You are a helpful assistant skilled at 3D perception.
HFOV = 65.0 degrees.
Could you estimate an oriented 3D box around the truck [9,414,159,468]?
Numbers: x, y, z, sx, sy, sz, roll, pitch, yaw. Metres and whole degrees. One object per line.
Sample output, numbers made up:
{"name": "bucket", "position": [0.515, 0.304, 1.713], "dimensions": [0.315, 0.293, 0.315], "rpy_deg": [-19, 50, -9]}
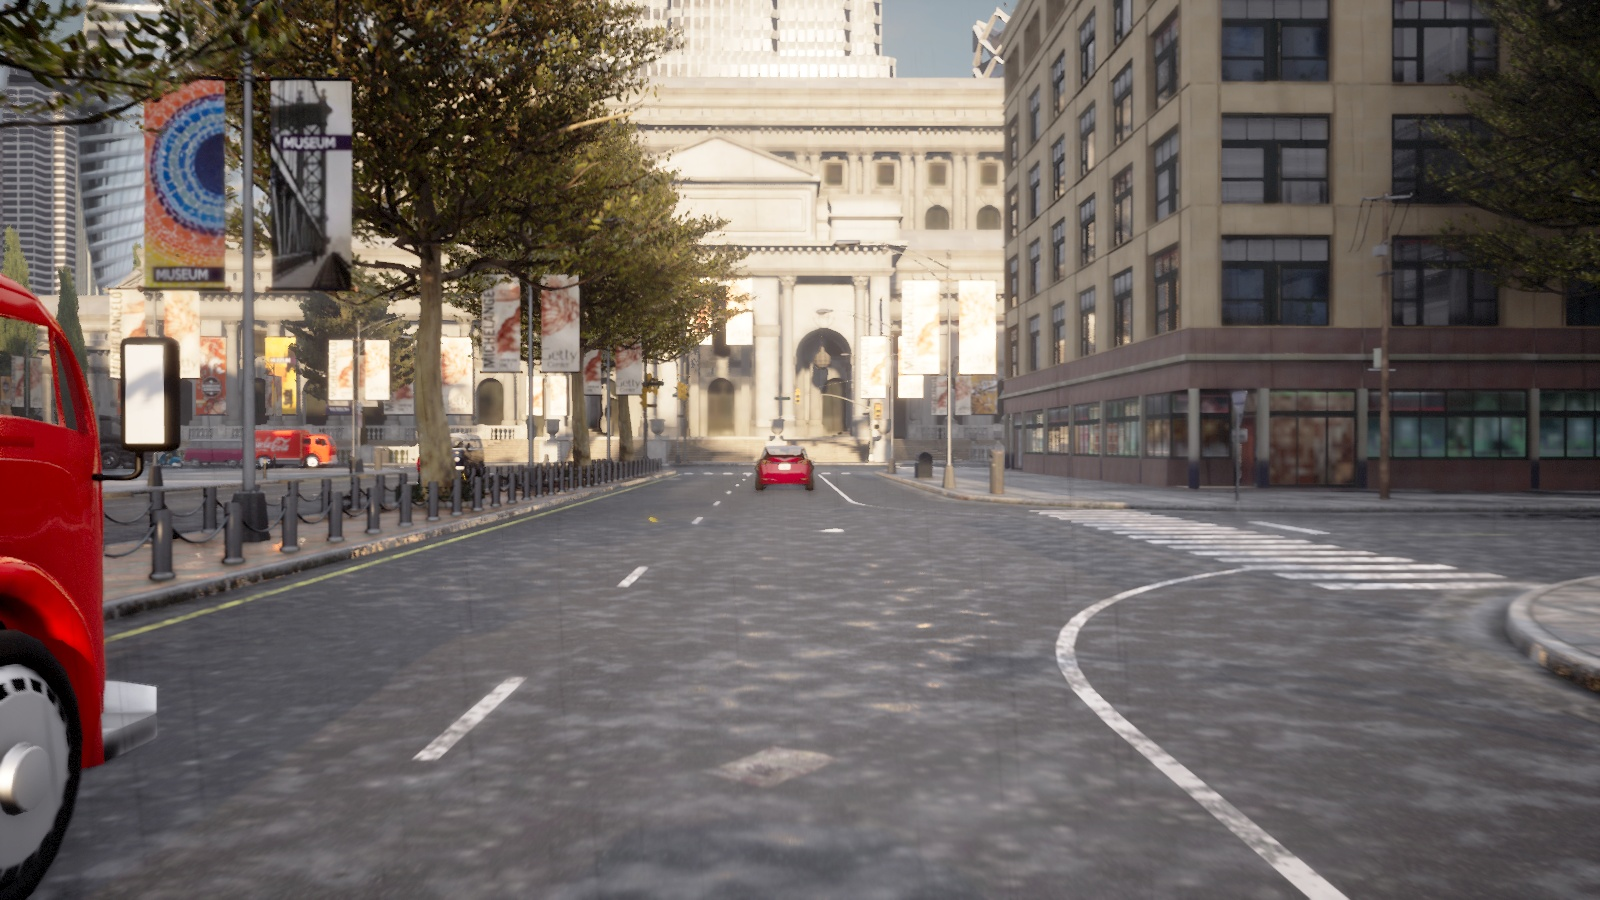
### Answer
{"name": "truck", "position": [-45.928, -0.571, 80.675], "dimensions": [7.936, 3.462, 2.891], "rpy_deg": [0, 0, -1]}

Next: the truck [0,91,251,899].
{"name": "truck", "position": [-3.526, 0.251, 2.438], "dimensions": [2.627, 2.467, 5.204], "rpy_deg": [0, 0, 0]}

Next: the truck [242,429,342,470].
{"name": "truck", "position": [-31.318, -0.053, 77.539], "dimensions": [5.204, 2.467, 2.627], "rpy_deg": [0, 1, -7]}

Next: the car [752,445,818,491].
{"name": "car", "position": [-0.517, 0.581, 43.183], "dimensions": [2.163, 1.488, 4.792], "rpy_deg": [0, 0, -1]}

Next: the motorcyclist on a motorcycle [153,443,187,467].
{"name": "motorcyclist on a motorcycle", "position": [-42.243, 0.353, 84.208], "dimensions": [1.817, 1.590, 0.866], "rpy_deg": [0, 0, -1]}

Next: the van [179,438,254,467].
{"name": "van", "position": [-40.734, 0.141, 87.750], "dimensions": [4.442, 1.987, 1.775], "rpy_deg": [0, 0, -1]}

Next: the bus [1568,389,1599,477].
{"name": "bus", "position": [40.713, -0.829, 58.143], "dimensions": [3.944, 4.253, 10.273], "rpy_deg": [0, 0, -1]}

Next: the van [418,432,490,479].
{"name": "van", "position": [-15.700, 0.245, 57.219], "dimensions": [2.069, 2.038, 4.480], "rpy_deg": [0, 0, -1]}
